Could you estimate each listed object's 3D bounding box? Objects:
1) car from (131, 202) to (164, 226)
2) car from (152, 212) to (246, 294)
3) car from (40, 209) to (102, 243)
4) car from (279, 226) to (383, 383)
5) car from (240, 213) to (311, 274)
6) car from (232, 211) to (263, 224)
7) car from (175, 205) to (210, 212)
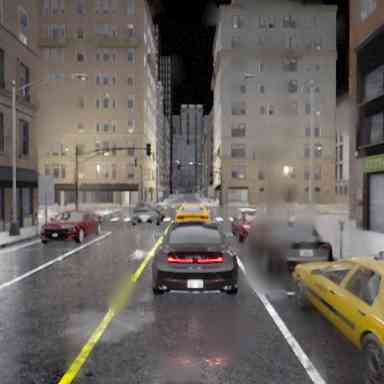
[{"bbox_3d":[-2.985,1.484,23.307,2.128,1.511,4.902,0,0,0],"label":"car"},{"bbox_3d":[0.073,1.502,8.757,1.837,1.490,4.892,0,0,0],"label":"car"},{"bbox_3d":[-5.666,1.539,16.001,1.887,1.381,4.507,-1,0,0],"label":"car"},{"bbox_3d":[2.870,1.524,4.995,1.752,1.417,4.829,-1,0,0],"label":"car"},{"bbox_3d":[2.875,1.562,10.411,1.947,1.339,4.313,-1,0,0],"label":"car"},{"bbox_3d":[2.880,1.576,15.997,1.802,1.307,4.206,-1,0,0],"label":"car"},{"bbox_3d":[0.048,1.471,19.184,1.882,1.535,5.008,0,0,1],"label":"car"}]
